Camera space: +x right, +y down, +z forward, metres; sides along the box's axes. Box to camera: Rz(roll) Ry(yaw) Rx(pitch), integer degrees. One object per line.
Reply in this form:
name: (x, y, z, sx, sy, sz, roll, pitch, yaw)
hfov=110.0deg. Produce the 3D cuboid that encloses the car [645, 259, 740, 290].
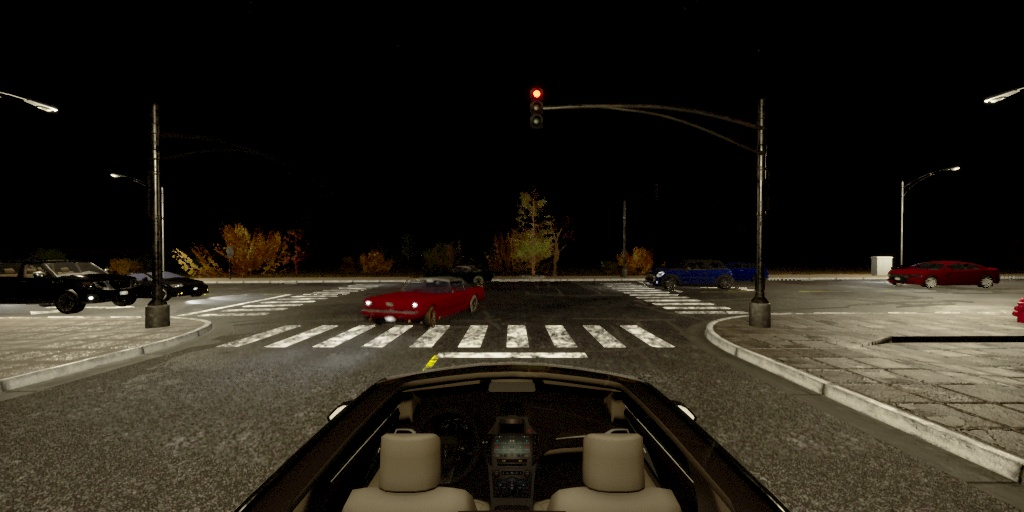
car: (10.190, 1.002, 20.837, 4.553, 1.767, 2.097, 0, 1, 0)

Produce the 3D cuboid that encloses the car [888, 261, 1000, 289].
car: (24.813, 1.038, 20.724, 5.008, 1.535, 1.882, 0, 1, 0)

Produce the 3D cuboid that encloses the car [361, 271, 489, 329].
car: (-2.574, 1.349, 11.526, 1.895, 1.301, 4.718, 0, 0, 17)

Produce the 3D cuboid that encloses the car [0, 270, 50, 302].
car: (-26.762, 1.482, 17.672, 5.357, 1.411, 2.033, 0, 1, 0)

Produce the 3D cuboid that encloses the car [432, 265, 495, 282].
car: (-3.535, 1.297, 24.195, 4.718, 1.301, 1.895, 0, 1, 0)

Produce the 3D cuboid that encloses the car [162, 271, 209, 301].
car: (-17.522, 1.437, 17.602, 4.181, 1.385, 1.994, 0, 1, 0)

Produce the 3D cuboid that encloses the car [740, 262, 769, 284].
car: (14.599, 1.107, 24.054, 4.674, 1.442, 1.812, 0, 1, 0)

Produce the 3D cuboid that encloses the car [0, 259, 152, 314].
car: (-18.277, 1.140, 14.352, 5.566, 2.045, 2.150, 0, 1, 0)
